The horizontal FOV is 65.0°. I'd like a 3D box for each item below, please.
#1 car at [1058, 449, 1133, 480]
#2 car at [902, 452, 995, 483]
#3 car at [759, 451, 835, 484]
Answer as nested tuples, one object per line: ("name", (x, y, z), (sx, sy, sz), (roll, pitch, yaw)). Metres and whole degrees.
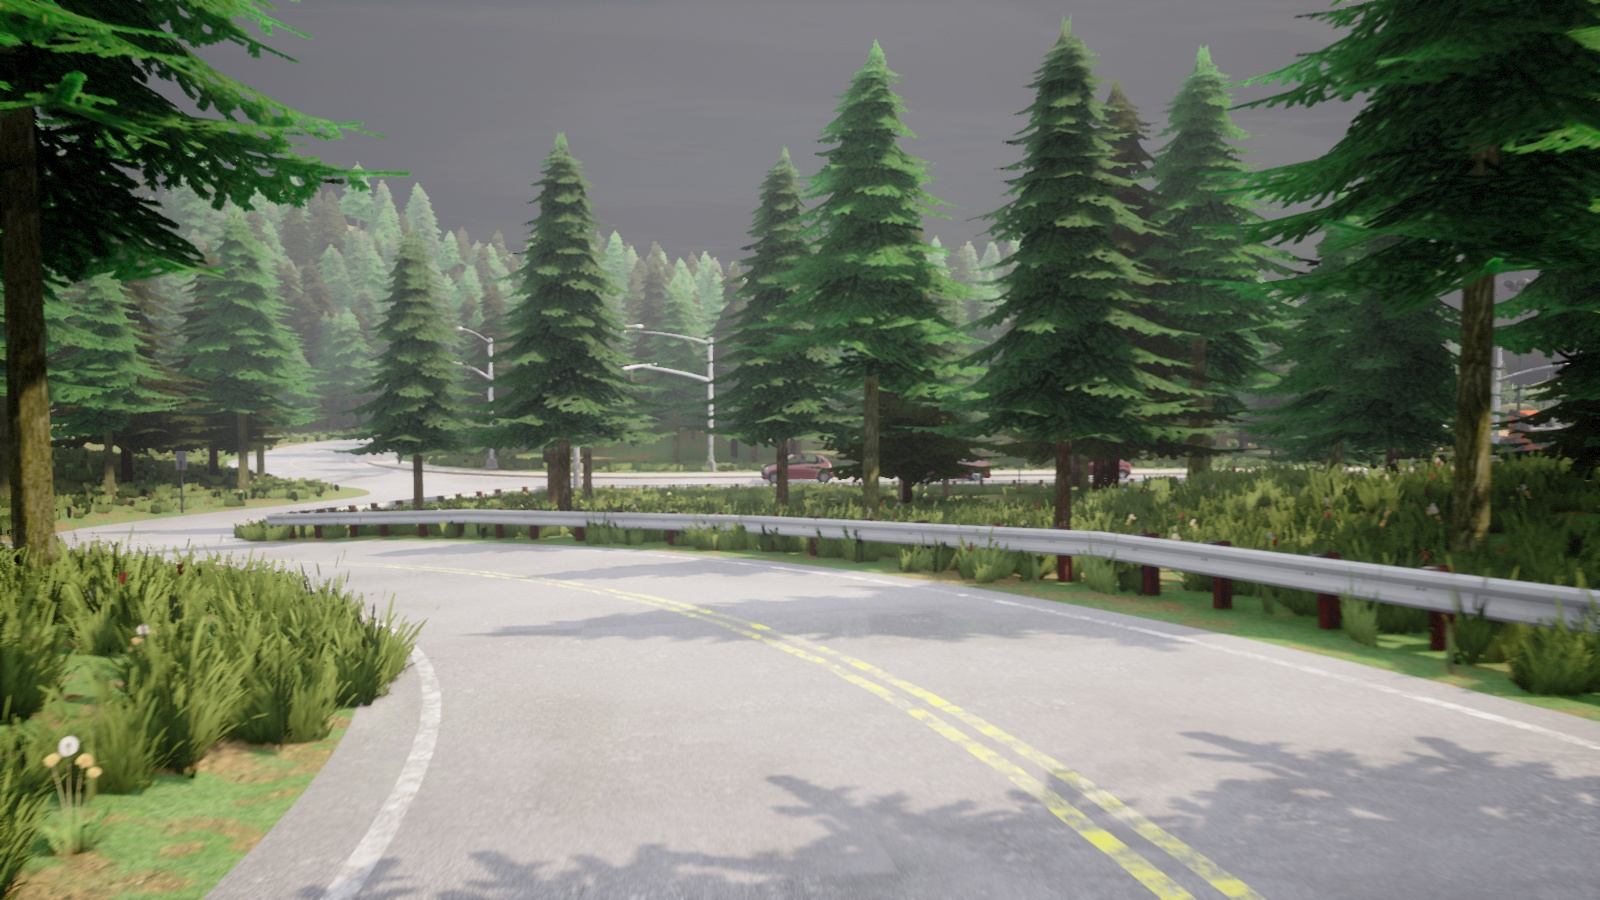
("car", (16.628, 0.810, 70.701), (3.705, 1.549, 1.789), (-1, 4, -6))
("car", (8.247, 0.948, 69.854), (4.792, 1.488, 2.163), (-1, 4, -5))
("car", (-0.186, 0.957, 69.085), (3.988, 1.617, 1.851), (-1, 4, -5))
